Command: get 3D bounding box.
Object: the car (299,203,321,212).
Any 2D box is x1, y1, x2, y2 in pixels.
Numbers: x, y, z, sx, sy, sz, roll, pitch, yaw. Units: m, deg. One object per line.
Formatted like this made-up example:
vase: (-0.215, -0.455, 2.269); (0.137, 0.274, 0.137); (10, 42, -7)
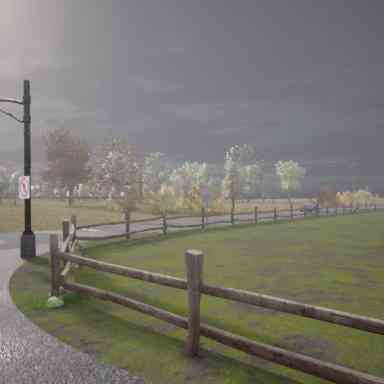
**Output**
car: (18.929, 2.448, 52.965); (2.033, 1.411, 5.357); (-1, -2, 40)
